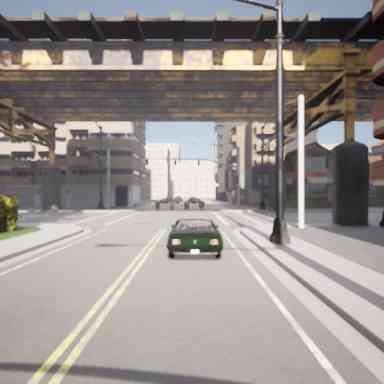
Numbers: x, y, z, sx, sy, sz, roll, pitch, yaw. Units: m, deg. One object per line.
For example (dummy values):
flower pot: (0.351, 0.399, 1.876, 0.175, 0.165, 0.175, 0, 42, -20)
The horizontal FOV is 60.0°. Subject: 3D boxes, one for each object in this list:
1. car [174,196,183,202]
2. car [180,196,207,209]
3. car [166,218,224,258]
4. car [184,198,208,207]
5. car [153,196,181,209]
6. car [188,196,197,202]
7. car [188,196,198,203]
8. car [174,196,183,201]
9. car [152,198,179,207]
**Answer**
car: (-3.279, 1.673, 81.035, 2.038, 1.542, 4.974, 0, 0, 0)
car: (0.519, 1.578, 45.917, 2.038, 1.542, 4.974, 0, 0, -20)
car: (0.102, 1.636, 12.902, 1.895, 1.301, 4.718, 0, 0, 0)
car: (0.500, 1.420, 45.966, 1.853, 1.218, 4.536, 0, 0, -20)
car: (-3.642, 1.578, 46.225, 2.038, 1.542, 4.974, 0, 0, 25)
car: (0.151, 1.492, 72.566, 1.853, 1.218, 4.536, 0, 0, 0)
car: (0.152, 1.650, 72.513, 2.038, 1.542, 4.974, 0, 0, 0)
car: (-3.280, 1.515, 81.088, 1.853, 1.218, 4.536, 0, 0, 0)
car: (-3.620, 1.421, 46.272, 1.853, 1.218, 4.536, 0, 0, 25)
